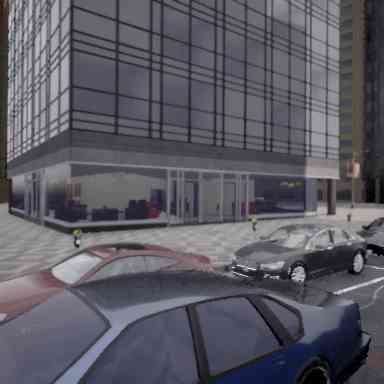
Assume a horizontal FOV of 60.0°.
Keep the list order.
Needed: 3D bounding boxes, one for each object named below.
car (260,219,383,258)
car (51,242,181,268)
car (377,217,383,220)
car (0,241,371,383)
[{"bbox_3d":[3.005,1.548,8.900,4.403,1.369,2.008,0,1,-35],"label":"car"},{"bbox_3d":[-1.440,1.581,5.730,4.206,1.307,1.802,0,1,-35],"label":"car"},{"bbox_3d":[7.449,1.565,12.071,4.313,1.339,1.947,0,0,-35],"label":"car"},{"bbox_3d":[-0.470,1.547,3.046,5.357,1.411,2.033,0,0,-35],"label":"car"}]
